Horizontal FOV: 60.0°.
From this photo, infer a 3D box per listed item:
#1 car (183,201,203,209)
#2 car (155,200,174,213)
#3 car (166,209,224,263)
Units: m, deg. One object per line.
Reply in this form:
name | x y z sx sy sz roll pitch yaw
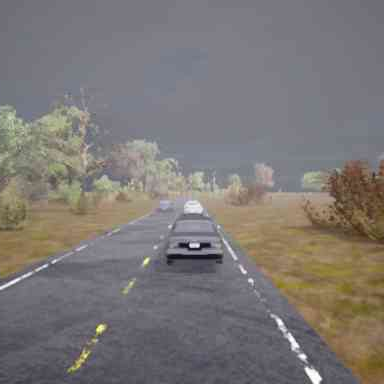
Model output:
car | 0.090 1.609 33.086 1.812 1.442 4.674 0 0 0
car | -3.098 1.624 39.120 1.812 1.442 4.674 0 0 0
car | 0.084 1.578 11.990 2.033 1.411 5.357 0 0 0
